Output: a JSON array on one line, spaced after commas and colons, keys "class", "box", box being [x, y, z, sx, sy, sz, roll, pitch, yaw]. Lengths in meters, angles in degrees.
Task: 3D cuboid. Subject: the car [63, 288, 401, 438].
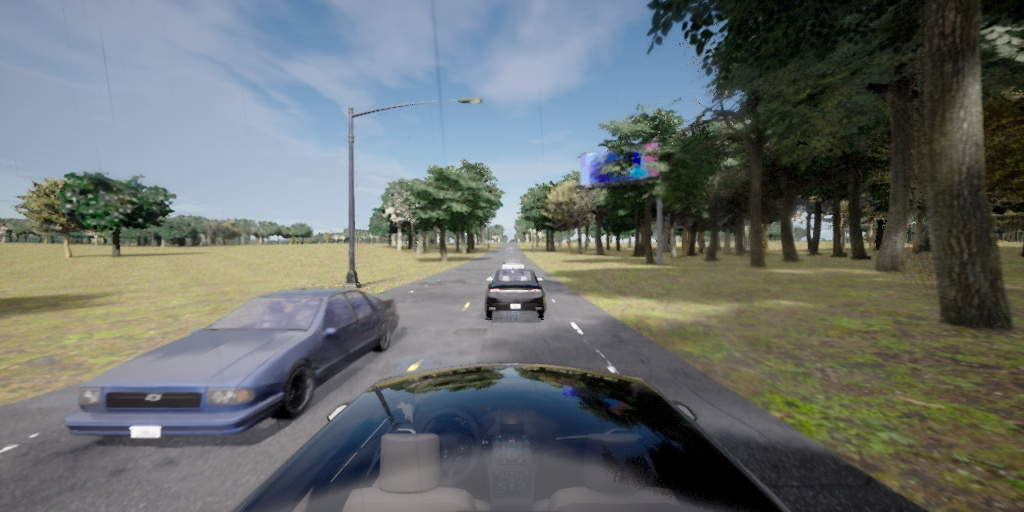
[{"class": "car", "box": [-3.499, 1.282, 6.085, 2.033, 1.411, 5.357, 0, 0, 0]}]

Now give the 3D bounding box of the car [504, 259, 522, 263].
[{"class": "car", "box": [0.104, 0.954, 31.756, 1.895, 1.301, 4.718, 0, 1, 0]}]

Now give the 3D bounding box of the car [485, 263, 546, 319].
[{"class": "car", "box": [0.101, 1.178, 12.522, 2.128, 1.511, 4.902, 0, 1, 0]}]
